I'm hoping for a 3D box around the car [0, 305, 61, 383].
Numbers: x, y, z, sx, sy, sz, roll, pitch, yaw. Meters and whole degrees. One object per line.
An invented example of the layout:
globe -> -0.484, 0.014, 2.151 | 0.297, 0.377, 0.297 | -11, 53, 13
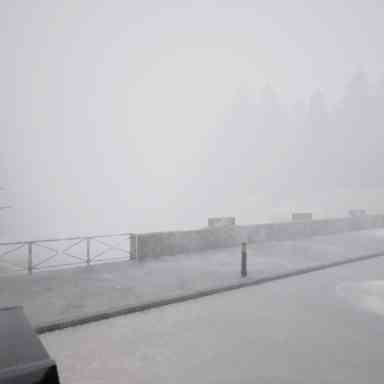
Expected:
car -> -3.499, 1.601, 2.110 | 4.718, 1.301, 1.895 | 0, 0, -36
